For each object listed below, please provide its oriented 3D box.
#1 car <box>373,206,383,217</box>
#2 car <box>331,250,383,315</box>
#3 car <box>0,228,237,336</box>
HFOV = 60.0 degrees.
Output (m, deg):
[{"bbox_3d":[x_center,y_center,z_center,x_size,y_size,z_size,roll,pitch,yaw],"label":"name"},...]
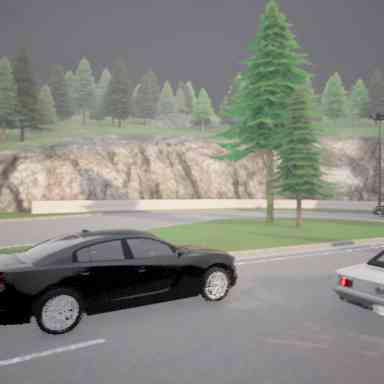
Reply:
[{"bbox_3d":[20.971,1.812,33.611,2.128,1.511,4.902,1,0,-36],"label":"car"},{"bbox_3d":[5.033,1.670,6.513,4.718,1.301,1.895,1,0,-30],"label":"car"},{"bbox_3d":[-1.339,1.487,6.750,5.008,1.535,1.882,1,0,-32],"label":"car"}]
